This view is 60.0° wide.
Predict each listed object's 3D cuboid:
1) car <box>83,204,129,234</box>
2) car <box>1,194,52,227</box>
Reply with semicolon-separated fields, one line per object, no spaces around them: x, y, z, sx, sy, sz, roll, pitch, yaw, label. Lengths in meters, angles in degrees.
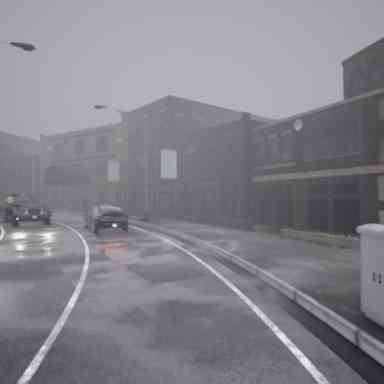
-5.035;1.450;19.234;1.837;1.490;4.892;1;0;-26;car
-11.065;1.139;22.310;2.150;2.045;5.566;1;0;-35;car
